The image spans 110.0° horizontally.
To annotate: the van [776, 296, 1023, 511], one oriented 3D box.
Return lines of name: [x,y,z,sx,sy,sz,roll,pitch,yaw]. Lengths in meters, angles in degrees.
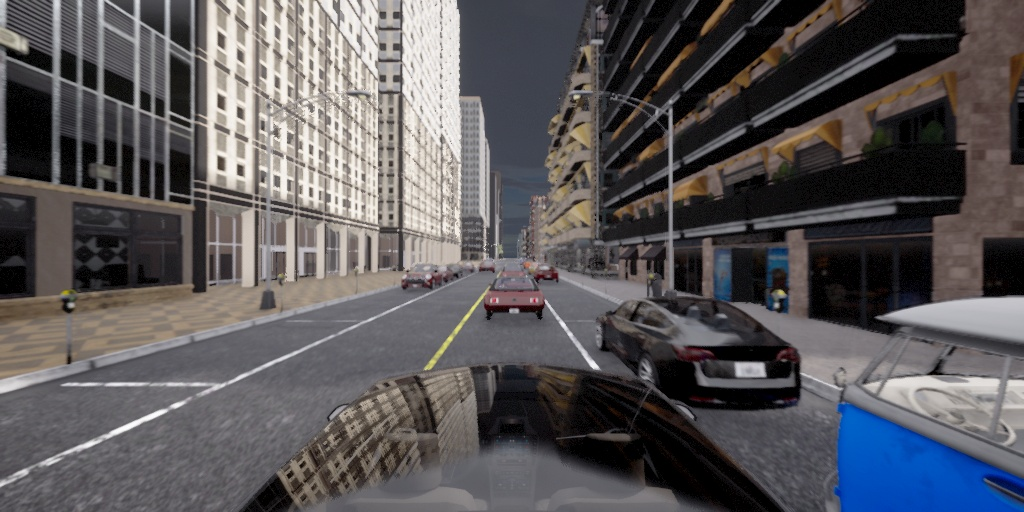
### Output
van: [2.690,1.088,0.478,1.690,1.789,3.998,0,0,0]

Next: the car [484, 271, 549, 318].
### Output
car: [0.080,1.379,13.051,1.895,1.301,4.718,0,0,0]

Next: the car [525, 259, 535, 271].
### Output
car: [2.683,1.371,40.189,1.751,1.417,4.829,0,0,0]

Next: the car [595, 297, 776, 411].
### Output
car: [2.690,1.327,6.128,1.948,1.339,4.313,0,0,0]

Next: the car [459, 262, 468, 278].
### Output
car: [-5.696,1.397,34.369,1.948,1.339,4.313,0,0,0]

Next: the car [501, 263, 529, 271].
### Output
car: [0.077,1.416,28.246,1.895,1.301,4.718,0,0,0]

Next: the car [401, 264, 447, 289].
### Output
car: [-5.694,1.243,23.072,1.967,1.591,4.097,0,0,0]

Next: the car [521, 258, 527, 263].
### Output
car: [2.990,1.251,58.502,2.097,1.767,4.553,0,0,0]

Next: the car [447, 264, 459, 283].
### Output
car: [-5.695,1.399,28.720,1.802,1.307,4.207,0,0,0]

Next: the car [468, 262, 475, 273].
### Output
car: [-5.698,1.444,45.666,1.802,1.307,4.207,0,0,0]

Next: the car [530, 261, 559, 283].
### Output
car: [2.685,1.362,28.721,1.888,1.381,4.507,0,0,0]

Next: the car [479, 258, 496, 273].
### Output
car: [-3.097,1.338,45.034,1.882,1.535,5.008,0,0,0]
